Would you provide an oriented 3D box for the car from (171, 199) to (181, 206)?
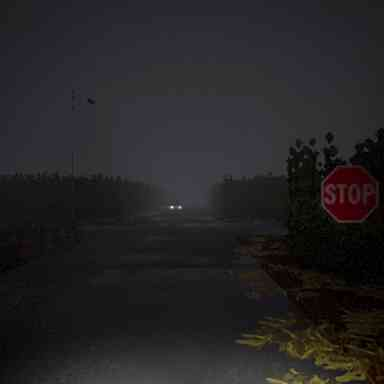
[{"bbox_3d":[-3.100,2.072,65.455,1.895,1.301,4.718,0,-1,0],"label":"car"}]
